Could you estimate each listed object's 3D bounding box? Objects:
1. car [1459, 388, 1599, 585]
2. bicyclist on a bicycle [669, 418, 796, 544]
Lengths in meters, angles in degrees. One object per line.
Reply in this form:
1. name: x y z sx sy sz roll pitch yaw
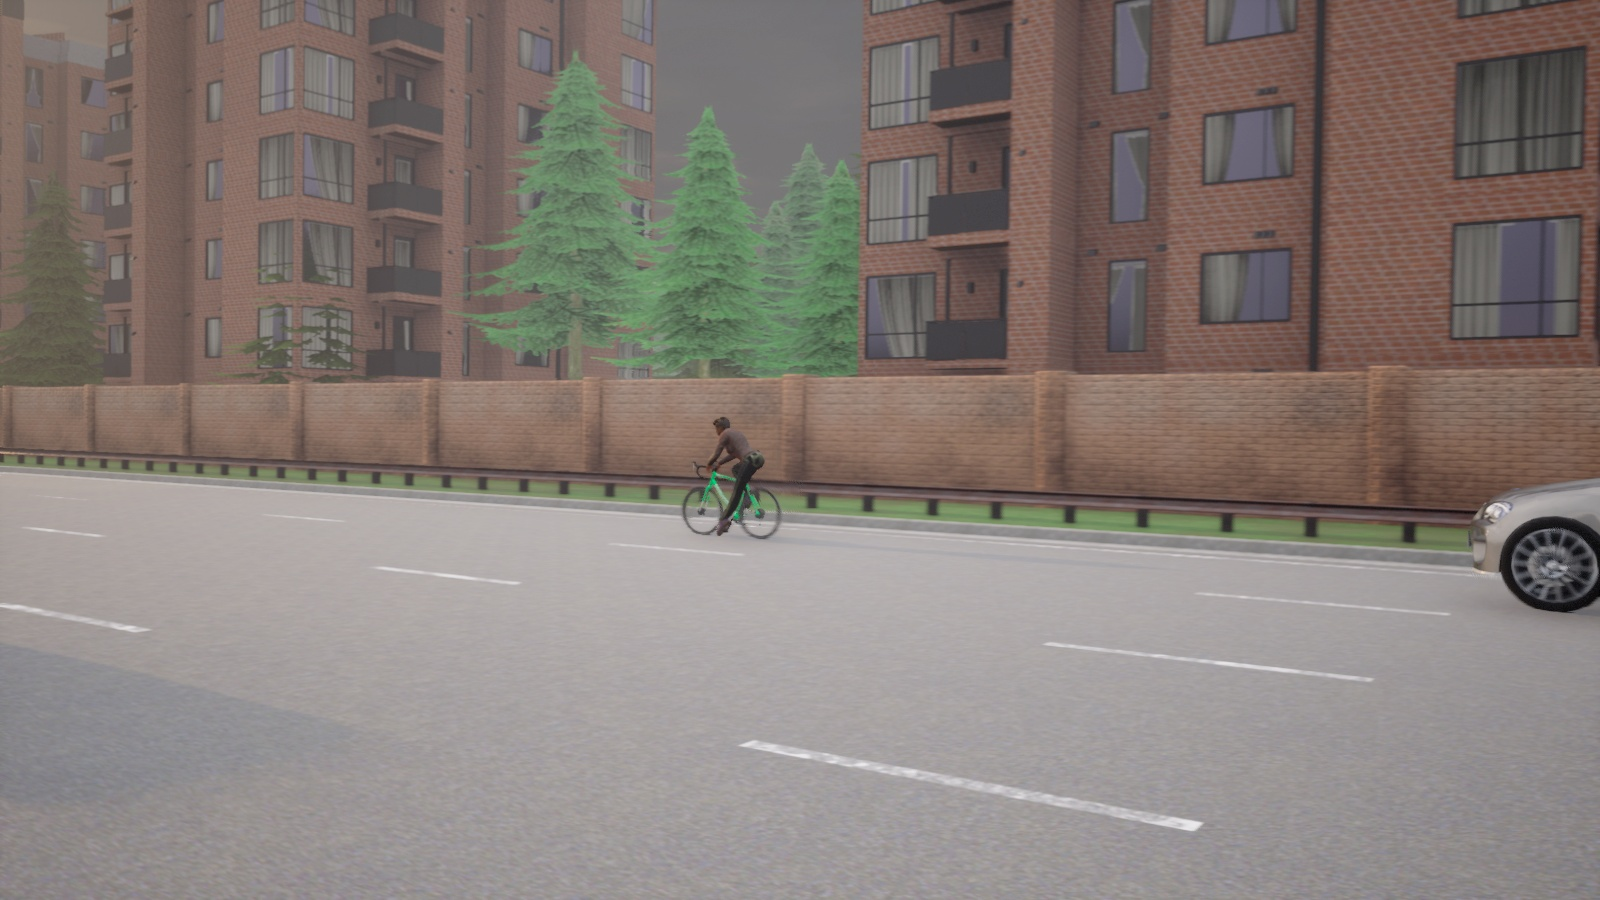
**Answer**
1. car: 8.500 0.298 10.577 5.027 1.651 2.152 0 1 34
2. bicyclist on a bicycle: -0.915 0.397 16.831 1.656 1.620 0.582 0 1 34
